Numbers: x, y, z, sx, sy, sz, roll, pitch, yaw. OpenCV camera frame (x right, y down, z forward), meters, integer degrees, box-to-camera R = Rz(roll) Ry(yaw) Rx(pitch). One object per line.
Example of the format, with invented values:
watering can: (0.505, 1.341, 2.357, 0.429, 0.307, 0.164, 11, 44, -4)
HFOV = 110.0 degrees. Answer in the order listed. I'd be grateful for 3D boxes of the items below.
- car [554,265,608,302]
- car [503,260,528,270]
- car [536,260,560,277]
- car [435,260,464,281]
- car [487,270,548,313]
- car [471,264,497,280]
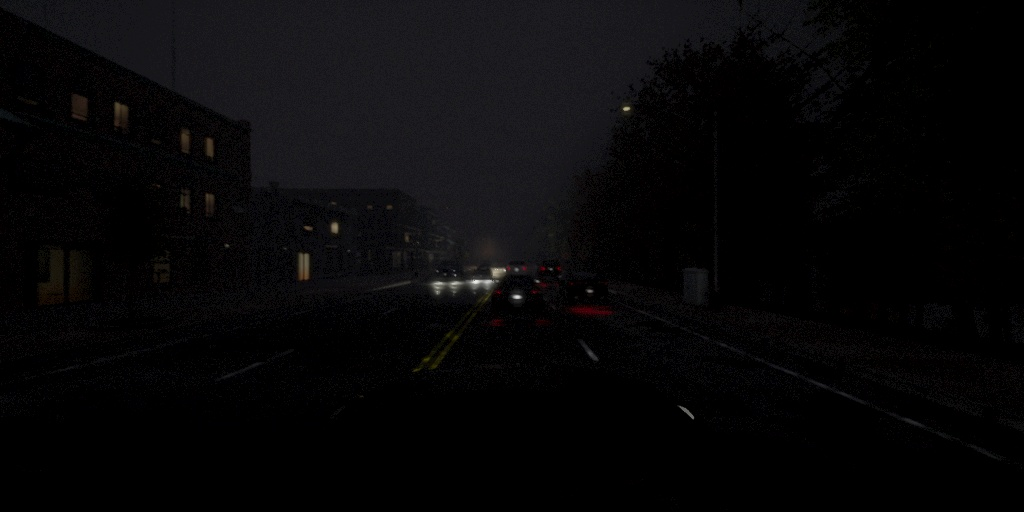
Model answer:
car: (3.518, 1.439, 18.447, 1.882, 1.535, 5.008, 0, -1, 1)
car: (0.485, 1.408, 36.617, 2.150, 2.045, 5.566, 0, -1, 1)
car: (3.735, 1.410, 36.570, 2.150, 2.045, 5.566, 0, -1, 1)
car: (-6.217, 1.400, 36.339, 2.150, 2.045, 5.566, 0, -1, 1)
car: (0.223, 1.481, 14.957, 1.994, 1.385, 4.181, 0, -1, 1)
car: (-2.962, 1.748, 36.597, 1.994, 1.385, 4.181, 0, -1, 1)
